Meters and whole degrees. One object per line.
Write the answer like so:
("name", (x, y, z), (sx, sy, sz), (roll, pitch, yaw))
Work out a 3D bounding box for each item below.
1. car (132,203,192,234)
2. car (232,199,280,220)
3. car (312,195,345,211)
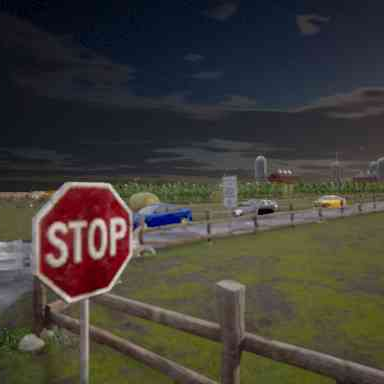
("car", (-2.151, 1.458, 19.434), (1.882, 1.535, 5.008), (-1, 0, 44))
("car", (5.160, 1.333, 26.629), (4.902, 1.511, 2.128), (-1, 1, -44))
("car", (14.881, 1.133, 36.106), (5.008, 1.535, 1.882), (-1, 0, -44))
